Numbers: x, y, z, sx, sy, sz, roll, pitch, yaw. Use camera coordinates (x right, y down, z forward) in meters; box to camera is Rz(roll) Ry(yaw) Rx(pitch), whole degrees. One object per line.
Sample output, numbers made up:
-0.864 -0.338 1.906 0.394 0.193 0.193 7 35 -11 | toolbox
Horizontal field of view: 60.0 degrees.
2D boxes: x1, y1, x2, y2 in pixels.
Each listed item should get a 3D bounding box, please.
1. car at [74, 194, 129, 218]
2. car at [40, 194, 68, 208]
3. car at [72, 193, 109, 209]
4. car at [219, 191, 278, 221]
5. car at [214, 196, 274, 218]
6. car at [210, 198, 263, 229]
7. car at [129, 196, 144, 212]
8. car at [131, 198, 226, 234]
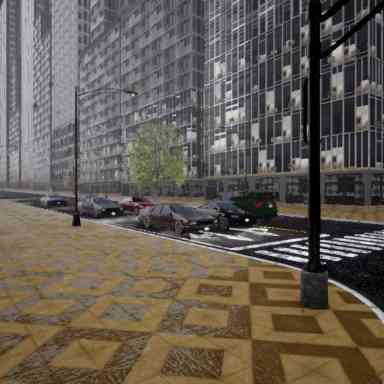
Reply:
-7.214 1.106 25.707 2.033 1.411 5.357 0 1 -38 | car
-14.715 0.899 35.323 1.994 1.385 4.181 0 1 -38 | car
-10.995 0.913 35.826 2.033 1.411 5.357 0 1 -38 | car
3.321 0.929 23.132 2.150 2.045 5.566 0 1 -38 | car
4.177 1.159 27.305 1.837 1.490 4.892 0 2 -38 | car
1.751 1.309 19.545 1.994 1.385 4.181 0 1 -38 | car
-4.579 1.083 27.614 1.812 1.442 4.674 0 1 -38 | car
-0.940 1.292 17.708 2.033 1.411 5.357 0 1 -38 | car
